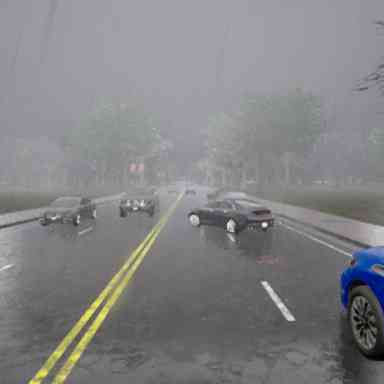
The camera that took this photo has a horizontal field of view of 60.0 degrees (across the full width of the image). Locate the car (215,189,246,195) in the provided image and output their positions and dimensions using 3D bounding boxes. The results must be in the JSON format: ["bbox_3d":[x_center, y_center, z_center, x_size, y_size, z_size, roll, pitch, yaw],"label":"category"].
[{"bbox_3d":[3.184,0.777,24.522,2.163,1.488,4.792,0,2,0],"label":"car"}]

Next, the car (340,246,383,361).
[{"bbox_3d":[3.247,1.142,2.512,2.150,2.045,5.566,0,2,0],"label":"car"}]

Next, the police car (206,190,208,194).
[{"bbox_3d":[3.072,0.133,46.494,2.038,1.542,4.974,0,2,0],"label":"police car"}]

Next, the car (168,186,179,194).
[{"bbox_3d":[-3.575,-0.366,64.151,1.837,1.490,4.892,0,2,0],"label":"car"}]

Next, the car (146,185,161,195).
[{"bbox_3d":[-6.820,-0.387,58.933,2.097,1.767,4.553,0,2,0],"label":"car"}]

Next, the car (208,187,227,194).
[{"bbox_3d":[3.134,0.383,35.491,2.033,1.649,4.856,0,2,0],"label":"car"}]

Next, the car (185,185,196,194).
[{"bbox_3d":[-0.233,-0.174,57.641,1.812,1.442,4.674,0,2,0],"label":"car"}]

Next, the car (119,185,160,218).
[{"bbox_3d":[-3.410,0.550,22.634,2.150,2.045,5.566,0,2,0],"label":"car"}]

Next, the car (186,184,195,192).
[{"bbox_3d":[-0.426,-0.957,78.290,2.097,1.767,4.553,0,2,-1],"label":"car"}]

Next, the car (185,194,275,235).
[{"bbox_3d":[1.657,1.039,15.654,1.837,1.490,4.892,-1,2,-33],"label":"car"}]

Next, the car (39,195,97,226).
[{"bbox_3d":[-6.645,0.959,18.369,1.837,1.490,4.892,0,2,0],"label":"car"}]
